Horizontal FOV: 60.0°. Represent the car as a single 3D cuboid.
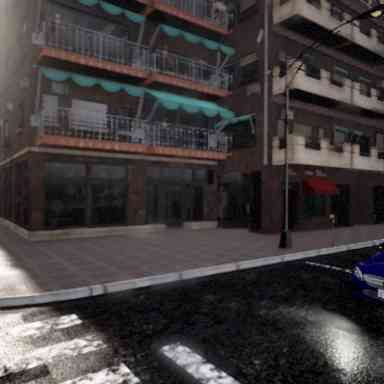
[{"bbox_3d":[5.312,1.551,7.157,4.674,1.442,1.812,0,0,-35],"label":"car"}]
